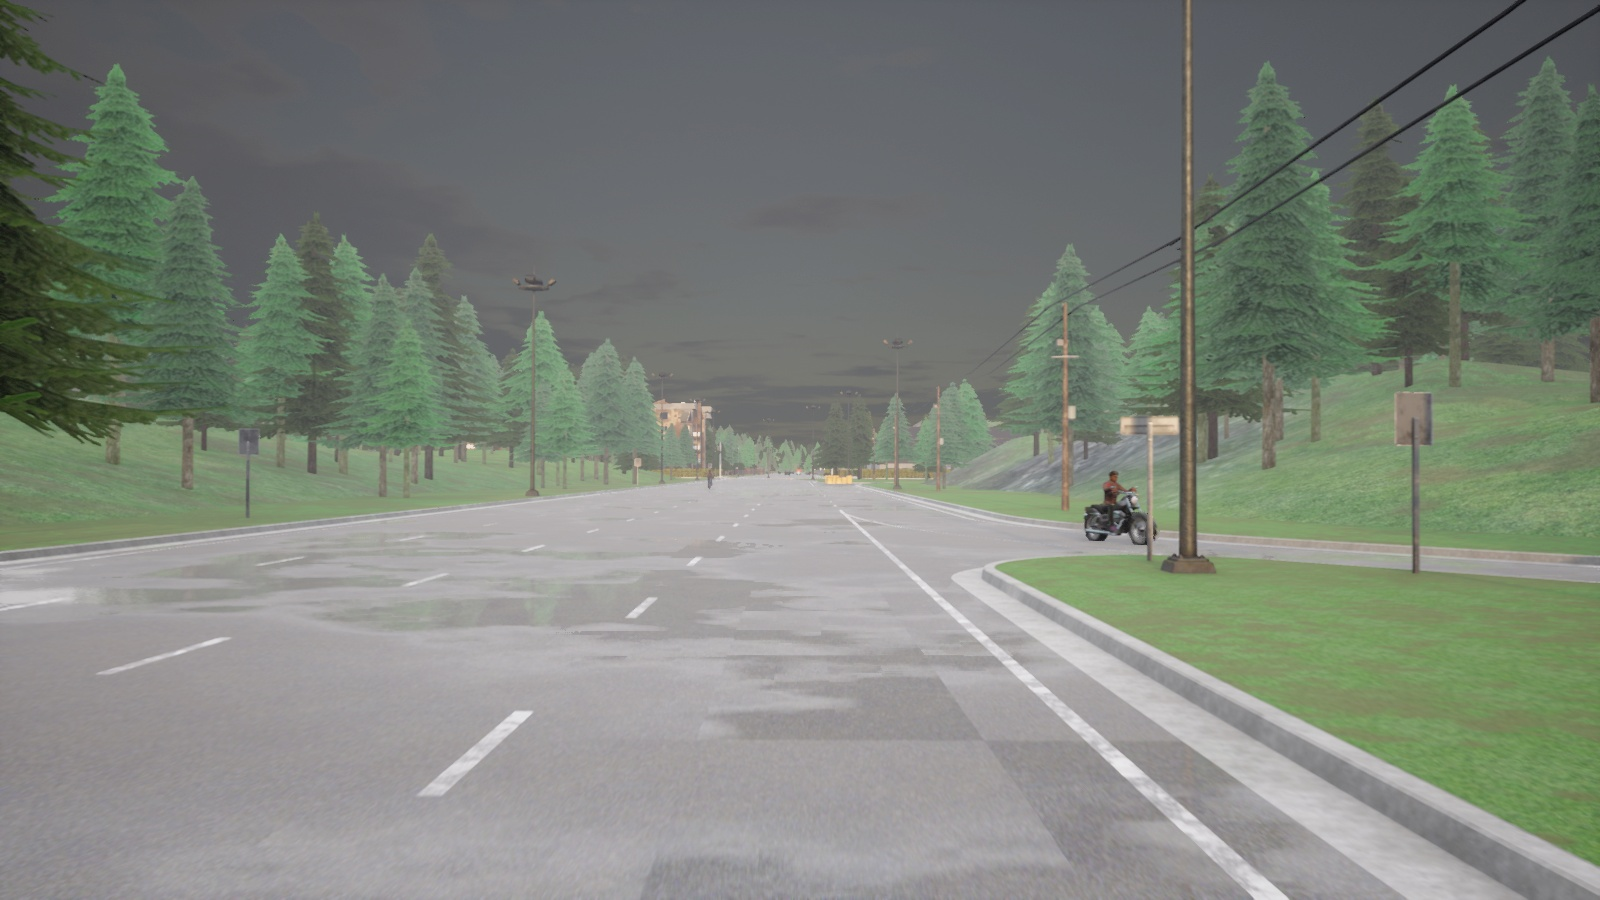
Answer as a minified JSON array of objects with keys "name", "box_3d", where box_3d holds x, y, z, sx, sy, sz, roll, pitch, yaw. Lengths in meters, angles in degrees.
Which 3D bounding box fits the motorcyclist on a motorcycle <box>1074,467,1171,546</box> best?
[{"name":"motorcyclist on a motorcycle","box_3d":[7.016,1.197,27.451,0.766,1.649,2.350,1,-1,-23]}]
